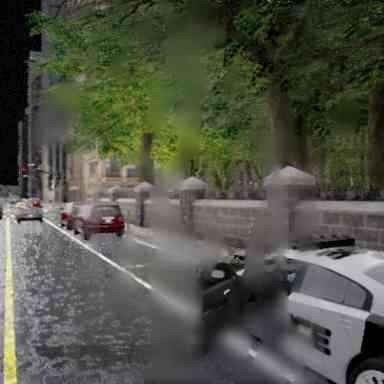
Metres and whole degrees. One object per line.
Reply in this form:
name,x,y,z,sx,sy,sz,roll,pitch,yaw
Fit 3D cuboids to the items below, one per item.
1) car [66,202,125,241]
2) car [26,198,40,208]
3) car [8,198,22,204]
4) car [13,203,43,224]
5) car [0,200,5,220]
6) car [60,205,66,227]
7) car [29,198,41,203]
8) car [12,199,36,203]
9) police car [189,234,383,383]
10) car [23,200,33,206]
car,-5.226,1.523,18.295,2.192,1.841,5.009,0,-1,-29
car,-31.445,2.128,65.624,2.192,1.841,5.009,0,-1,-29
car,-40.995,2.345,77.160,1.882,1.535,5.008,0,-1,-29
car,-14.214,1.926,28.985,1.994,1.385,4.181,0,-1,-29
car,-19.800,1.659,32.686,2.150,2.045,5.566,0,-1,-29
car,-7.903,1.584,23.127,2.192,1.841,5.009,0,-1,-29
car,-28.809,2.063,60.865,2.192,1.841,5.009,0,-1,-29
car,-19.523,1.965,38.528,1.882,1.535,5.008,0,-1,-29
police car,1.787,1.457,4.813,1.930,1.638,5.238,0,-1,-29
car,-39.353,2.561,79.898,2.008,1.369,4.403,0,-1,-29
